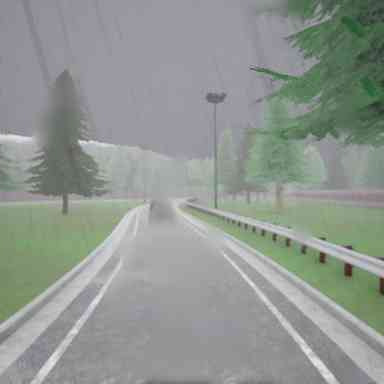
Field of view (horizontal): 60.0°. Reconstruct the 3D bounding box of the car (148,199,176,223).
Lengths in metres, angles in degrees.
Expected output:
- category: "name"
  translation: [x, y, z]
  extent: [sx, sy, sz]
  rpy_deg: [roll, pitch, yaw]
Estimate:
- category: "car"
  translation: [-2.325, 1.544, 25.548]
  extent: [2.033, 1.411, 5.357]
  rpy_deg: [0, 0, -8]
